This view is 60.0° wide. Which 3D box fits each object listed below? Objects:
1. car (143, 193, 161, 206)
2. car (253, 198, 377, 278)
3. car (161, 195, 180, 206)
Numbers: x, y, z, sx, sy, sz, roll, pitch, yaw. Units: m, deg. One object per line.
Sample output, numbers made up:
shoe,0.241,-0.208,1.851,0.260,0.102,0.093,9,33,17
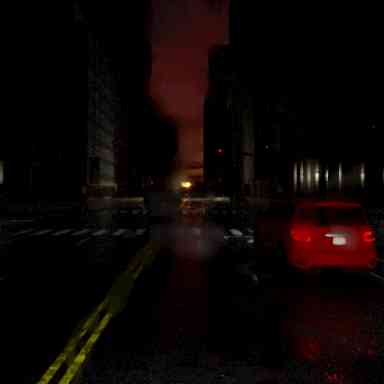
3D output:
car,-6.562,1.350,52.899,1.837,1.490,4.892,0,0,0
car,3.350,1.191,10.220,2.150,2.045,5.566,0,0,0
car,-3.312,1.322,52.796,1.882,1.535,5.008,0,0,0
